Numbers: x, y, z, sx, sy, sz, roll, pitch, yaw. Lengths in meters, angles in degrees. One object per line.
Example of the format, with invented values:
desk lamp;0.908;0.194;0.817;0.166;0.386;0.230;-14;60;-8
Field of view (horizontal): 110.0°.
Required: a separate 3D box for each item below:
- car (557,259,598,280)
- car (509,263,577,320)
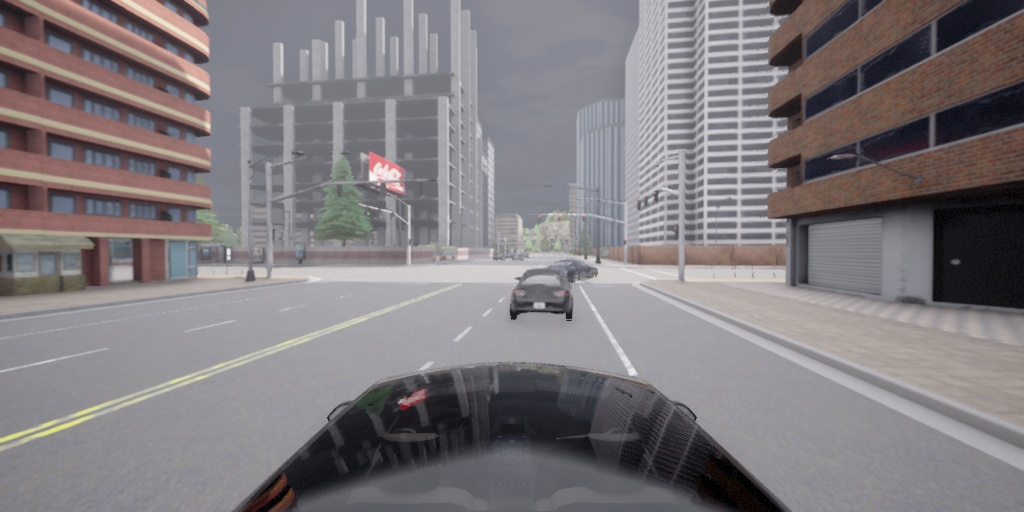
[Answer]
car;3.995;0.934;23.961;2.033;1.411;5.357;0;1;34
car;1.036;1.113;11.759;1.812;1.442;4.674;0;1;8
